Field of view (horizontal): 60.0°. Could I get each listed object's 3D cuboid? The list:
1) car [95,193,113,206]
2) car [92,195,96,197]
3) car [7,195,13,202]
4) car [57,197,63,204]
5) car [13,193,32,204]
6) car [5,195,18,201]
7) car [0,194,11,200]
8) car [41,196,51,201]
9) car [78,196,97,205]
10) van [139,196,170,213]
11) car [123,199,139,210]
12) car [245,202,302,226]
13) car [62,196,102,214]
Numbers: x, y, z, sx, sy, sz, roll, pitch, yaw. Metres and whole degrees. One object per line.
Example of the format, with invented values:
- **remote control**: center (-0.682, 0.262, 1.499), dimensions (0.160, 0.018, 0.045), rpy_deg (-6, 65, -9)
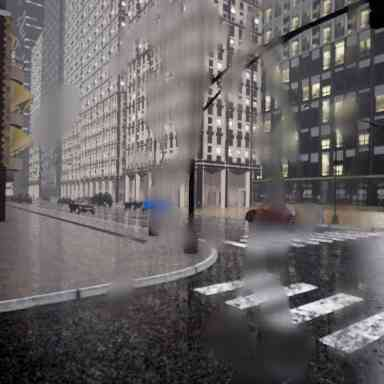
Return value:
- **car**: center (-14.513, 1.246, 53.121), dimensions (2.150, 2.045, 5.566), rpy_deg (1, -1, -35)
- **car**: center (-17.324, 1.507, 51.866), dimensions (2.033, 1.411, 5.357), rpy_deg (1, -1, -35)
- **car**: center (-37.088, 1.392, 69.717), dimensions (1.947, 1.339, 4.313), rpy_deg (1, -1, -35)
- **car**: center (-22.620, 1.515, 59.328), dimensions (1.994, 1.385, 4.181), rpy_deg (1, -1, -35)
- **car**: center (-30.545, 1.150, 60.508), dimensions (2.192, 1.841, 5.009), rpy_deg (1, -1, -35)
- **car**: center (-40.357, 1.373, 74.323), dimensions (2.008, 1.369, 4.403), rpy_deg (1, -1, -35)
- **car**: center (-46.801, 1.360, 83.399), dimensions (1.752, 1.417, 4.829), rpy_deg (1, -1, -35)
- **car**: center (-36.797, 1.562, 83.778), dimensions (1.802, 1.307, 4.206), rpy_deg (1, -1, -35)
- **car**: center (-18.520, 1.517, 58.824), dimensions (1.837, 1.490, 4.892), rpy_deg (1, -1, -35)
- **van**: center (-4.094, 1.373, 37.722), dimensions (1.690, 1.788, 3.998), rpy_deg (1, -1, -35)
- **car**: center (-7.367, 1.576, 42.326), dimensions (2.008, 1.369, 4.403), rpy_deg (1, -1, -35)
- **car**: center (5.715, 1.496, 23.903), dimensions (1.967, 1.590, 4.097), rpy_deg (1, -1, -35)
- **car**: center (-10.930, 1.422, 32.870), dimensions (2.008, 1.369, 4.403), rpy_deg (1, -1, -35)
